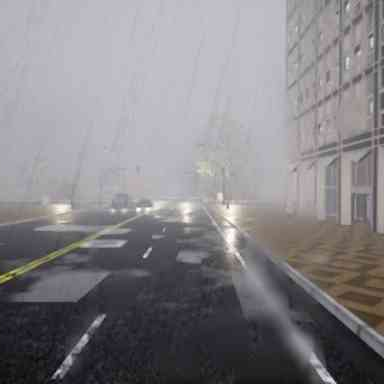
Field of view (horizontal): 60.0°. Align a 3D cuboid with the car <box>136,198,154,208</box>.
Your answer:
[{"bbox_3d":[-6.517,1.482,46.507,1.994,1.385,4.181,0,0,0],"label":"car"}]

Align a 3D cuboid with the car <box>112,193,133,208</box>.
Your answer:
[{"bbox_3d":[-9.760,1.124,47.133,2.150,2.045,5.566,0,0,0],"label":"car"}]
